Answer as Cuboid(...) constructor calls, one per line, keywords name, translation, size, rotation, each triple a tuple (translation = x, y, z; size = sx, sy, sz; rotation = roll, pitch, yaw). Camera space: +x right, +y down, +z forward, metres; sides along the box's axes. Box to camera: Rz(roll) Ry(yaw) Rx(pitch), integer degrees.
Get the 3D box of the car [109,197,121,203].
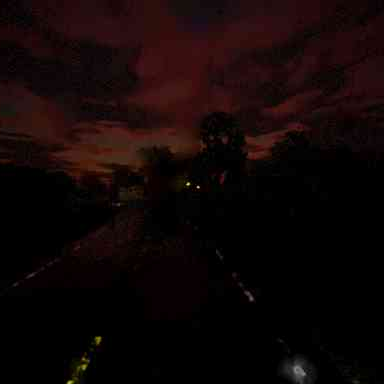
Cuboid(name="car", translation=(-16.180, 1.522, 69.755), size=(2.128, 1.511, 4.902), rotation=(0, 0, -21))
